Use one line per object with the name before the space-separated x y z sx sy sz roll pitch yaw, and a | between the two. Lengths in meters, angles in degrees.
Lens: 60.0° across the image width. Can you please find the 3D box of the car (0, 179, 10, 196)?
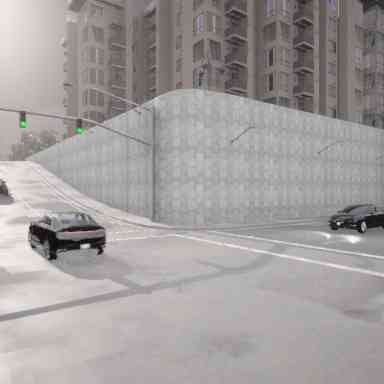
car | -19.038 -0.600 32.289 1.812 1.442 4.674 0 10 -36

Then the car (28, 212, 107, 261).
car | -4.800 1.493 12.494 2.128 1.511 4.902 0 0 -36

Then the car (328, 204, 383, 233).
car | 10.067 1.505 19.786 4.892 1.490 1.837 0 0 -36
